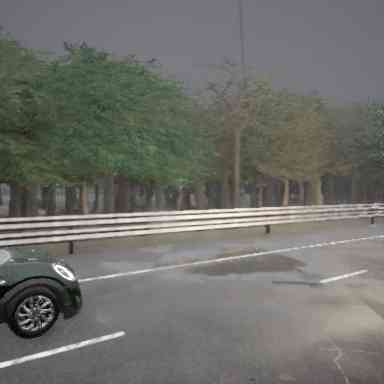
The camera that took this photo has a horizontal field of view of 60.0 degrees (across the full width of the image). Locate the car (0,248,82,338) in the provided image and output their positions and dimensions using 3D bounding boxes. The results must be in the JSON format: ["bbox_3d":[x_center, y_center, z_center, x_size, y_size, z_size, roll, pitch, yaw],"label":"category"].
[{"bbox_3d":[-4.116,1.335,5.084,4.553,1.767,2.097,0,0,-36],"label":"car"}]
